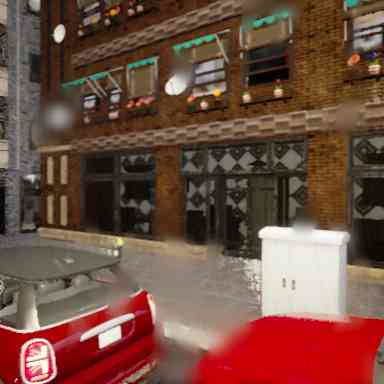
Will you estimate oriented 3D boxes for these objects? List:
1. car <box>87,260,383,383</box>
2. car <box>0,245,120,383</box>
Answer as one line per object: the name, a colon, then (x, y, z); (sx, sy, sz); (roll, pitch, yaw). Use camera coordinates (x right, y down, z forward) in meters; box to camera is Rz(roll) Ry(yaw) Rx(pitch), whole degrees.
car: (2.162, 1.303, 1.200); (5.009, 1.841, 2.192); (0, 1, 35)
car: (-2.394, 1.446, 4.367); (4.097, 1.590, 1.967); (0, 1, 35)
